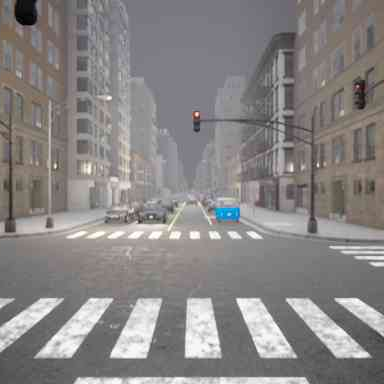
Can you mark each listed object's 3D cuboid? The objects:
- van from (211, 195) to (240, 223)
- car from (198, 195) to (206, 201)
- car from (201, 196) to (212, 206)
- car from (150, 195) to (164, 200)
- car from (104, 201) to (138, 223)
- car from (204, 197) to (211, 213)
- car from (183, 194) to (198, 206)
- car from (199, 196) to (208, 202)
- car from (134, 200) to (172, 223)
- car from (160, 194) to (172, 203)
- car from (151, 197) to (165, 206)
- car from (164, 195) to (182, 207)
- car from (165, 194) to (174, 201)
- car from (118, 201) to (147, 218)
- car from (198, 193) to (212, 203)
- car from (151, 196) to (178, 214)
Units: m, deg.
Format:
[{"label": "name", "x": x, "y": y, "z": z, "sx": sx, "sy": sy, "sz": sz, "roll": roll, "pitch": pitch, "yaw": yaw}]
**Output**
[{"label": "van", "x": 2.617, "y": 1.340, "z": 25.231, "sx": 1.690, "sy": 1.788, "sz": 3.998, "roll": 0, "pitch": 0, "yaw": 0}, {"label": "car", "x": 2.568, "y": 1.531, "z": 87.725, "sx": 1.947, "sy": 1.339, "sz": 4.313, "roll": 0, "pitch": 0, "yaw": 0}, {"label": "car", "x": 2.599, "y": 1.577, "z": 47.956, "sx": 1.802, "sy": 1.307, "sz": 4.206, "roll": 0, "pitch": 0, "yaw": 0}, {"label": "car", "x": -5.426, "y": 1.520, "z": 47.774, "sx": 1.752, "sy": 1.417, "sz": 4.829, "roll": 0, "pitch": 0, "yaw": 0}, {"label": "car", "x": -5.408, "y": 1.550, "z": 25.216, "sx": 2.008, "sy": 1.369, "sz": 4.403, "roll": 0, "pitch": 0, "yaw": 0}, {"label": "car", "x": 2.608, "y": 1.580, "z": 36.593, "sx": 1.802, "sy": 1.307, "sz": 4.206, "roll": 0, "pitch": 0, "yaw": 0}, {"label": "car", "x": -0.044, "y": 1.537, "z": 54.942, "sx": 2.033, "sy": 1.411, "sz": 5.357, "roll": 0, "pitch": 0, "yaw": 0}, {"label": "car", "x": 2.577, "y": 1.525, "z": 76.362, "sx": 2.008, "sy": 1.369, "sz": 4.403, "roll": 0, "pitch": 0, "yaw": 0}, {"label": "car", "x": -2.858, "y": 1.563, "z": 25.156, "sx": 1.994, "sy": 1.385, "sz": 4.181, "roll": 0, "pitch": 0, "yaw": 0}, {"label": "car", "x": -5.444, "y": 1.293, "z": 70.670, "sx": 2.192, "sy": 1.841, "sz": 5.009, "roll": 0, "pitch": 0, "yaw": 0}, {"label": "car", "x": -5.430, "y": 1.556, "z": 53.626, "sx": 1.947, "sy": 1.339, "sz": 4.313, "roll": 0, "pitch": 0, "yaw": 0}, {"label": "car", "x": -2.871, "y": 1.500, "z": 48.044, "sx": 1.837, "sy": 1.490, "sz": 4.892, "roll": 0, "pitch": 0, "yaw": 0}, {"label": "car", "x": -5.453, "y": 1.410, "z": 82.034, "sx": 1.967, "sy": 1.590, "sz": 4.097, "roll": 0, "pitch": 0, "yaw": 0}, {"label": "car", "x": -5.413, "y": 1.543, "z": 30.898, "sx": 1.887, "sy": 1.381, "sz": 4.507, "roll": 0, "pitch": 0, "yaw": 0}, {"label": "car", "x": 2.595, "y": 1.306, "z": 53.638, "sx": 2.192, "sy": 1.841, "sz": 5.009, "roll": 0, "pitch": 0, "yaw": 0}, {"label": "car", "x": -2.871, "y": 1.476, "z": 35.913, "sx": 1.882, "sy": 1.535, "sz": 5.008, "roll": 0, "pitch": 0, "yaw": 0}]
